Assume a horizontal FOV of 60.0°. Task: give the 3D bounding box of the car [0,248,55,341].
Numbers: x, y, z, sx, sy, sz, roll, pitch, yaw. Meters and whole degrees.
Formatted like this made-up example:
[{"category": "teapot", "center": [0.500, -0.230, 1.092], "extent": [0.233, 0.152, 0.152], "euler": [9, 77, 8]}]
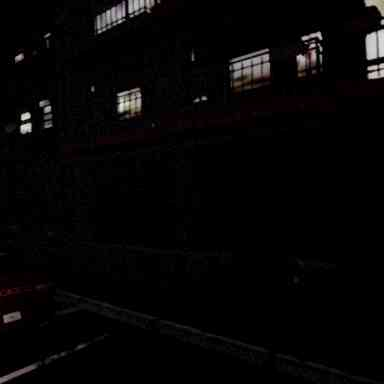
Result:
[{"category": "car", "center": [-4.254, 1.598, 5.873], "extent": [4.507, 1.381, 1.887], "euler": [-1, -2, 36]}]
